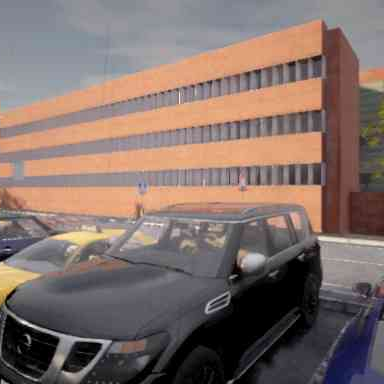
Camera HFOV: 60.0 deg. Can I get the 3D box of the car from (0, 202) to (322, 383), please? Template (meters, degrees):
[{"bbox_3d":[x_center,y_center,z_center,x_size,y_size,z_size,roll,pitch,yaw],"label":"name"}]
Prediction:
[{"bbox_3d":[0.217,1.207,4.804,2.435,2.045,5.566,1,0,36],"label":"car"}]
